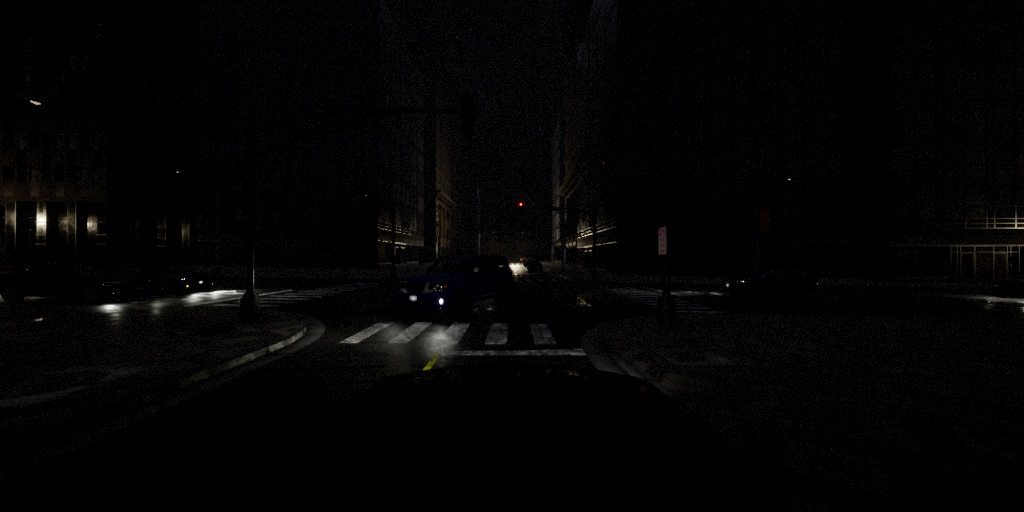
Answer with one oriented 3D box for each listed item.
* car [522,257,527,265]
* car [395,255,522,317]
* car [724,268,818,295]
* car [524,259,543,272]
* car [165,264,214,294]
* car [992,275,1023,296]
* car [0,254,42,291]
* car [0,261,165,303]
[{"bbox_3d":[2.988,1.270,62.013,1.802,1.307,4.207,0,0,0],"label":"car"},{"bbox_3d":[-1.875,0.967,13.671,2.150,2.045,5.566,-1,0,26],"label":"car"},{"bbox_3d":[15.106,1.464,21.062,4.902,1.511,2.128,0,0,-1],"label":"car"},{"bbox_3d":[2.880,1.283,45.065,1.948,1.339,4.313,0,0,0],"label":"car"},{"bbox_3d":[-17.419,1.094,17.786,4.181,1.385,1.994,1,0,0],"label":"car"},{"bbox_3d":[31.403,1.671,20.960,5.008,1.535,1.882,1,0,0],"label":"car"},{"bbox_3d":[-27.029,0.760,17.843,4.553,1.767,2.097,1,0,0],"label":"car"},{"bbox_3d":[-17.610,0.994,14.538,5.008,1.535,1.882,1,0,0],"label":"car"}]
